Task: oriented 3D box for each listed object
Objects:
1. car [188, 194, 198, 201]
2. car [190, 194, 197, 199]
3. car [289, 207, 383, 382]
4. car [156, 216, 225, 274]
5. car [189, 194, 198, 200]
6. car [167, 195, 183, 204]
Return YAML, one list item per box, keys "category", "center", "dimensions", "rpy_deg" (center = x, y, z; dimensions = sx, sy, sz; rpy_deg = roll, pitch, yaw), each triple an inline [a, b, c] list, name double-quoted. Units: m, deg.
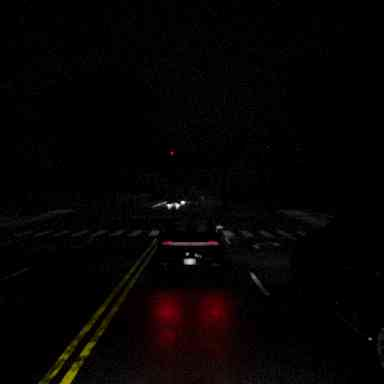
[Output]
- category: "car"
  center: [0.173, 1.137, 66.542]
  dimensions: [1.812, 1.442, 4.674]
  rpy_deg: [0, 0, 1]
- category: "car"
  center: [0.453, 1.091, 85.801]
  dimensions: [1.895, 1.301, 4.718]
  rpy_deg: [0, 0, 1]
- category: "car"
  center: [3.262, 1.226, 5.173]
  dimensions: [2.150, 2.045, 5.566]
  rpy_deg: [0, 0, 0]
- category: "car"
  center: [-0.006, 1.504, 10.603]
  dimensions: [2.128, 1.511, 4.902]
  rpy_deg: [0, 0, 1]
- category: "car"
  center: [0.318, 1.161, 76.557]
  dimensions: [1.994, 1.385, 4.181]
  rpy_deg: [0, 0, 1]
- category: "car"
  center: [-2.865, 1.201, 52.438]
  dimensions: [1.994, 1.385, 4.181]
  rpy_deg: [0, 0, 1]
